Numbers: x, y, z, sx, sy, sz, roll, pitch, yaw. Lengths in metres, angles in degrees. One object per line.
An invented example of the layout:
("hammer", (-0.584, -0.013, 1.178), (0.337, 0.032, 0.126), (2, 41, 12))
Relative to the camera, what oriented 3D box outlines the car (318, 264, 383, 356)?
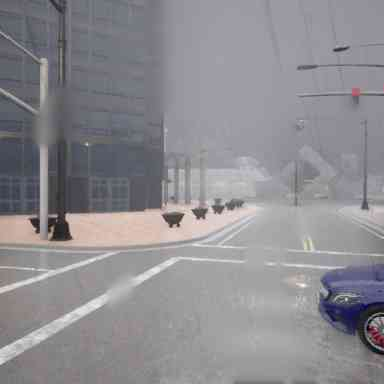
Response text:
("car", (4.365, 1.526, 4.913), (4.674, 1.442, 1.812), (0, 0, 17))
